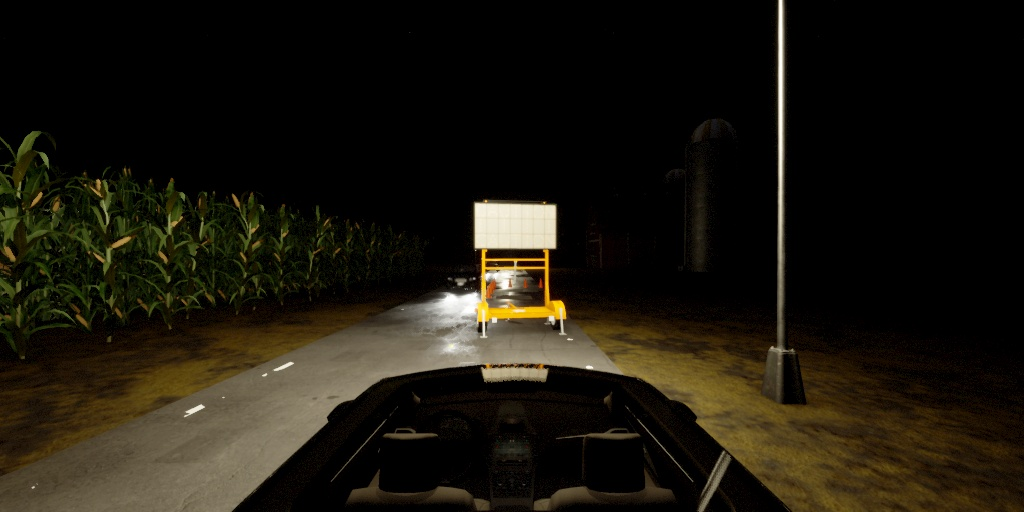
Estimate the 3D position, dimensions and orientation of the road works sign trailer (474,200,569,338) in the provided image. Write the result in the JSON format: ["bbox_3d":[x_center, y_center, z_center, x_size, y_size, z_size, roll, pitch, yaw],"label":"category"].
[{"bbox_3d":[0.076,0.219,10.317,2.380,3.560,2.880,0,0,-9],"label":"road works sign trailer"}]

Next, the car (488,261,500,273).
[{"bbox_3d":[-2.662,1.419,47.720,2.128,1.511,4.902,0,0,0],"label":"car"}]

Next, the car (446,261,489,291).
[{"bbox_3d":[-2.808,1.274,22.077,2.128,1.511,4.902,0,0,0],"label":"car"}]
